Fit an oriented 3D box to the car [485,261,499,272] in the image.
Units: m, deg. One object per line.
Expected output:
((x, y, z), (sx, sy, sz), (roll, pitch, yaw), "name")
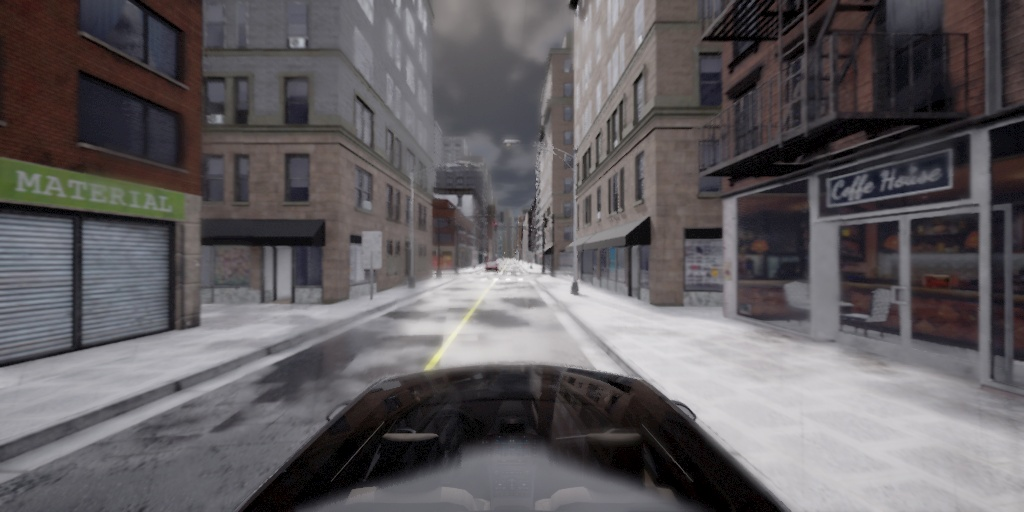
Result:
((-2.983, 1.524, 53.257), (1.882, 1.535, 5.008), (0, 1, 0), "car")
